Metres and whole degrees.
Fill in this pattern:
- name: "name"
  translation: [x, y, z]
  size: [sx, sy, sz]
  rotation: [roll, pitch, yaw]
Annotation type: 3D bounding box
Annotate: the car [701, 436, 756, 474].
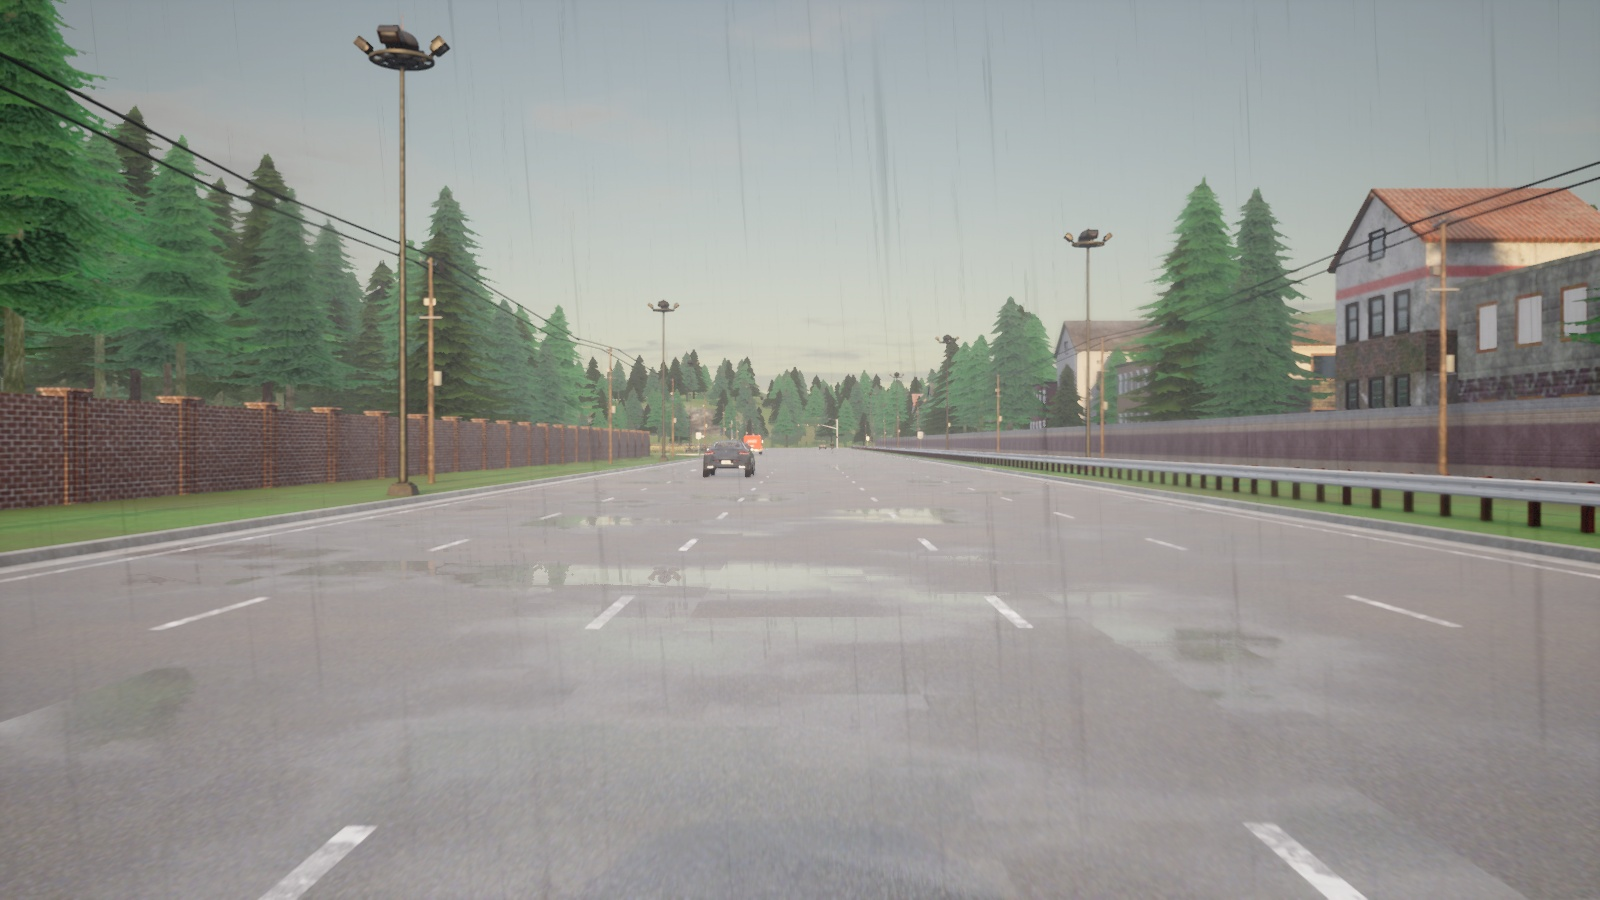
- name: "car"
  translation: [-3.162, 0.204, 56.507]
  size: [2.152, 1.651, 5.027]
  rotation: [0, 0, 0]
